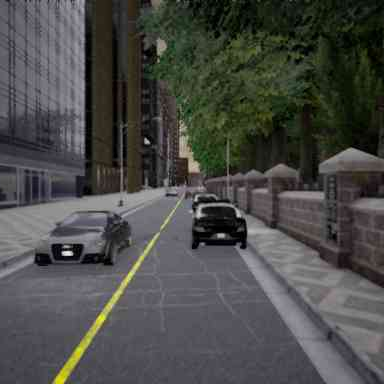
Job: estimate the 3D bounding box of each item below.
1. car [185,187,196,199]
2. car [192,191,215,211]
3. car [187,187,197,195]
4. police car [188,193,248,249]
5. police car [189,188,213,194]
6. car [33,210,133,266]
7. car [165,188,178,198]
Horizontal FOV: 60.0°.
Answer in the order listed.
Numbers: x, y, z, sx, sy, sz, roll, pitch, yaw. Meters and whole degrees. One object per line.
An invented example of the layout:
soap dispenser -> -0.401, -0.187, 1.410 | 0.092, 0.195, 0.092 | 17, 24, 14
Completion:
car -> 0.032, 0.023, 48.859 | 2.097, 1.767, 4.553 | 0, 1, 0
car -> 0.907, 0.736, 28.764 | 1.812, 1.442, 4.674 | 0, 2, 0
car -> 0.016, -0.227, 64.994 | 1.812, 1.442, 4.674 | 0, 2, 0
police car -> 0.903, 1.070, 12.873 | 1.930, 1.638, 5.238 | 0, 2, 0
police car -> 0.905, 0.796, 22.871 | 1.930, 1.638, 5.238 | 0, 2, 0
car -> -3.096, 1.281, 10.242 | 1.994, 1.385, 4.181 | 0, 2, 0
car -> -3.062, 0.149, 51.485 | 2.033, 1.411, 5.357 | 0, 2, 0
